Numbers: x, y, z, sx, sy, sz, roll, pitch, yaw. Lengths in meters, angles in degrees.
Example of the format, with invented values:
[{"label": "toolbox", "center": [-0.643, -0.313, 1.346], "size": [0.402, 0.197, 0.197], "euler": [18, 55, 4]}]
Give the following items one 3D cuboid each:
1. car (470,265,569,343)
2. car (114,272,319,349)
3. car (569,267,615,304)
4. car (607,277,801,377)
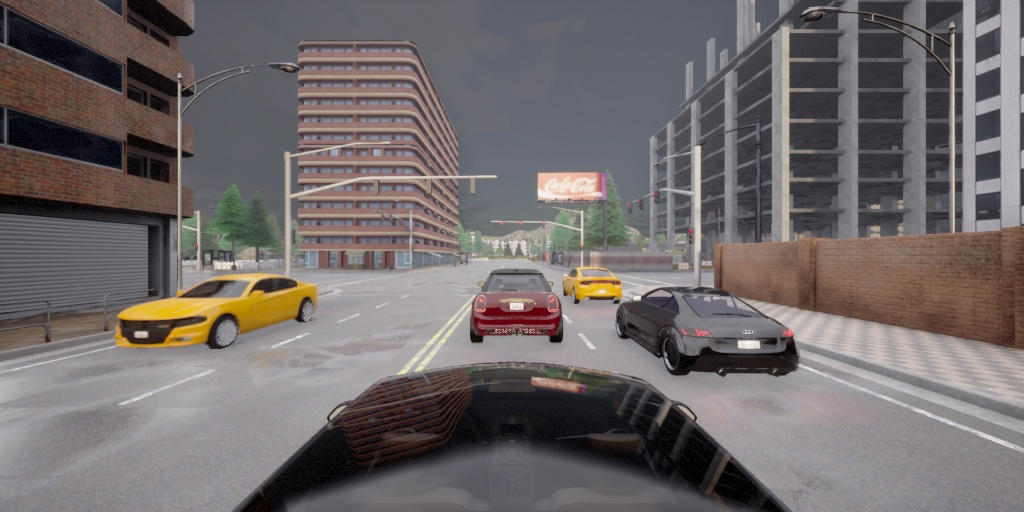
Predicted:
[{"label": "car", "center": [0.101, 1.102, 9.862], "size": [2.097, 1.767, 4.553], "euler": [0, 0, 0]}, {"label": "car", "center": [-7.100, 1.228, 9.364], "size": [1.882, 1.535, 5.008], "euler": [0, 0, 0]}, {"label": "car", "center": [3.501, 1.228, 16.389], "size": [1.882, 1.535, 5.008], "euler": [0, 0, 0]}, {"label": "car", "center": [3.599, 1.314, 7.456], "size": [1.994, 1.385, 4.181], "euler": [0, 0, 0]}]
